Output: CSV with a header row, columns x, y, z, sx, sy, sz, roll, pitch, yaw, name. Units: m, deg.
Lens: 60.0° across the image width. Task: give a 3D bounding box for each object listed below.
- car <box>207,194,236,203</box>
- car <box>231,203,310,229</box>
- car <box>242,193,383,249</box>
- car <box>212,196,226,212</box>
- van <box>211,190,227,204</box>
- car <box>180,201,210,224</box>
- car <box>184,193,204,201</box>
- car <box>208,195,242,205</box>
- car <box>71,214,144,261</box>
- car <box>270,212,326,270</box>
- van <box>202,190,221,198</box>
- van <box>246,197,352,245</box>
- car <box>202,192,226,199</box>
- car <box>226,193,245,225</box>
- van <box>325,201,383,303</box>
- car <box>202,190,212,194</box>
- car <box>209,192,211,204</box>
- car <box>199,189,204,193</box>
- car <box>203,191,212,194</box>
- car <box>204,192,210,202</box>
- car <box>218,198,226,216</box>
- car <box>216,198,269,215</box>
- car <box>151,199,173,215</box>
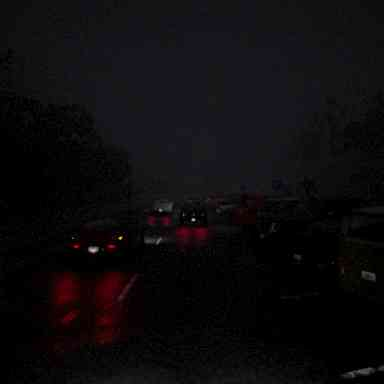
x,y,z,sx,sy,sz,roll,pitch,yaw,name
5.060,1.086,57.345,4.674,1.452,2.002,0,1,-20,car
5.064,1.496,21.536,4.674,1.452,2.002,1,0,-20,car
5.047,1.222,12.568,5.566,2.045,2.435,1,0,-20,car
4.895,1.403,30.420,5.366,1.575,1.946,1,1,-20,car
4.961,1.091,39.391,4.442,1.987,1.878,0,1,-20,van
0.098,1.557,24.535,1.895,1.301,4.718,0,0,0,car
0.095,1.277,42.314,2.128,1.511,4.902,0,1,0,car
5.091,1.167,51.392,4.792,1.488,2.163,0,1,-20,car
-2.901,1.511,12.082,1.812,1.442,4.674,0,0,0,car
5.063,1.479,9.600,4.892,1.521,2.231,1,0,-20,car
4.956,0.517,84.136,4.442,1.987,1.878,1,1,-20,van
4.963,1.243,15.521,4.442,1.987,1.878,1,0,-20,van
5.236,0.797,78.282,5.366,1.575,1.946,1,0,-20,car
5.098,1.215,18.564,5.566,2.045,2.435,1,0,-20,car
5.181,1.257,6.660,4.442,1.987,1.878,1,0,-20,van
5.073,0.928,66.284,4.892,1.521,2.231,1,1,-20,car
5.038,1.150,42.419,4.553,1.767,2.185,0,1,-20,car
5.093,0.639,69.282,5.566,2.045,2.435,1,0,-20,car
4.892,1.085,54.296,5.366,1.575,1.946,0,1,-20,car
4.892,1.181,48.330,5.366,1.575,1.946,0,1,-20,car
5.040,1.458,27.493,4.792,1.488,2.163,1,1,-20,car
5.093,1.414,33.490,4.792,1.488,2.163,1,0,-20,car
-2.903,1.422,32.955,1.812,1.442,4.674,0,1,0,car
